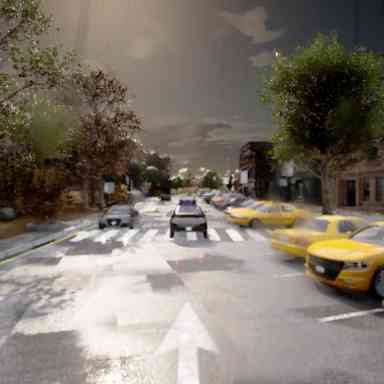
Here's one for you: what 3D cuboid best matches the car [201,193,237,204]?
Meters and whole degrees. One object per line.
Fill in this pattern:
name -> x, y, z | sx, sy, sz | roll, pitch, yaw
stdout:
car -> 4.374, 0.995, 53.312 | 5.366, 1.575, 1.946 | 0, 1, -21

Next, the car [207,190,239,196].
car -> 4.712, 1.002, 41.381 | 4.553, 1.767, 2.185 | 0, 1, -21

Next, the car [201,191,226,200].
car -> 4.355, 0.732, 68.385 | 4.553, 1.767, 2.185 | 0, 0, -21

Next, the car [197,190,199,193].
car -> 4.461, 0.688, 59.370 | 5.566, 2.045, 2.435 | 1, 1, -21

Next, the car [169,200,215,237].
car -> -0.189, 1.428, 17.591 | 2.128, 1.511, 4.902 | 0, 1, -1

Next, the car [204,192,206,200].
car -> 4.609, 1.102, 47.379 | 4.674, 1.452, 2.002 | 0, 0, -21

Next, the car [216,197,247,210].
car -> 4.750, 1.337, 23.305 | 5.366, 1.575, 1.946 | 0, 1, -21

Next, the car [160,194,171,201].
car -> -4.904, 1.048, 62.336 | 1.895, 1.301, 4.718 | 0, 1, -1

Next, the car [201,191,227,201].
car -> 4.388, 0.758, 65.384 | 4.553, 1.767, 2.185 | 1, 0, -21

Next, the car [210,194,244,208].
car -> 4.756, 1.237, 35.372 | 4.674, 1.452, 2.002 | 0, 1, -21

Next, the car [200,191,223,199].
car -> 4.351, 0.681, 74.402 | 4.553, 1.767, 2.185 | 0, 1, -21

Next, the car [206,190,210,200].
car -> 4.678, 0.969, 44.382 | 4.553, 1.767, 2.185 | 0, 1, -21

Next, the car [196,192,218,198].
car -> 3.984, 0.703, 86.346 | 5.366, 1.575, 1.946 | 0, 1, -21

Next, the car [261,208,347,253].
car -> 5.300, 1.476, 11.426 | 5.366, 1.575, 1.946 | 0, 0, -21

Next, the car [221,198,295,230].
car -> 4.798, 1.373, 20.304 | 5.366, 1.575, 1.946 | 0, 1, -21

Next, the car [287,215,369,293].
car -> 5.201, 1.482, 8.356 | 5.008, 1.535, 2.097 | 1, 0, -21

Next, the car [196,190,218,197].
car -> 4.090, 0.407, 92.439 | 5.566, 2.045, 2.435 | 0, 0, -21

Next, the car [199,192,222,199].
car -> 4.272, 0.781, 77.406 | 5.008, 1.535, 2.097 | 1, 0, -21

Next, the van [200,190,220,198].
van -> 4.351, 0.532, 80.450 | 4.442, 1.987, 1.878 | 1, 0, -21

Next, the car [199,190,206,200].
car -> 4.569, 0.779, 50.354 | 5.566, 2.045, 2.435 | 1, 1, -21

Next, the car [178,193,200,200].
car -> -0.455, 1.197, 35.670 | 1.882, 1.535, 5.008 | 0, 1, -1

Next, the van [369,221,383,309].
van -> 5.372, 1.254, 5.411 | 4.442, 1.987, 1.878 | 1, 0, -21

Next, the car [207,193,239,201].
car -> 4.688, 1.191, 38.362 | 4.792, 1.488, 2.163 | 0, 1, -21

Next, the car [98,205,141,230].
car -> -4.296, 1.478, 20.195 | 1.994, 1.385, 4.181 | 0, 1, -1
